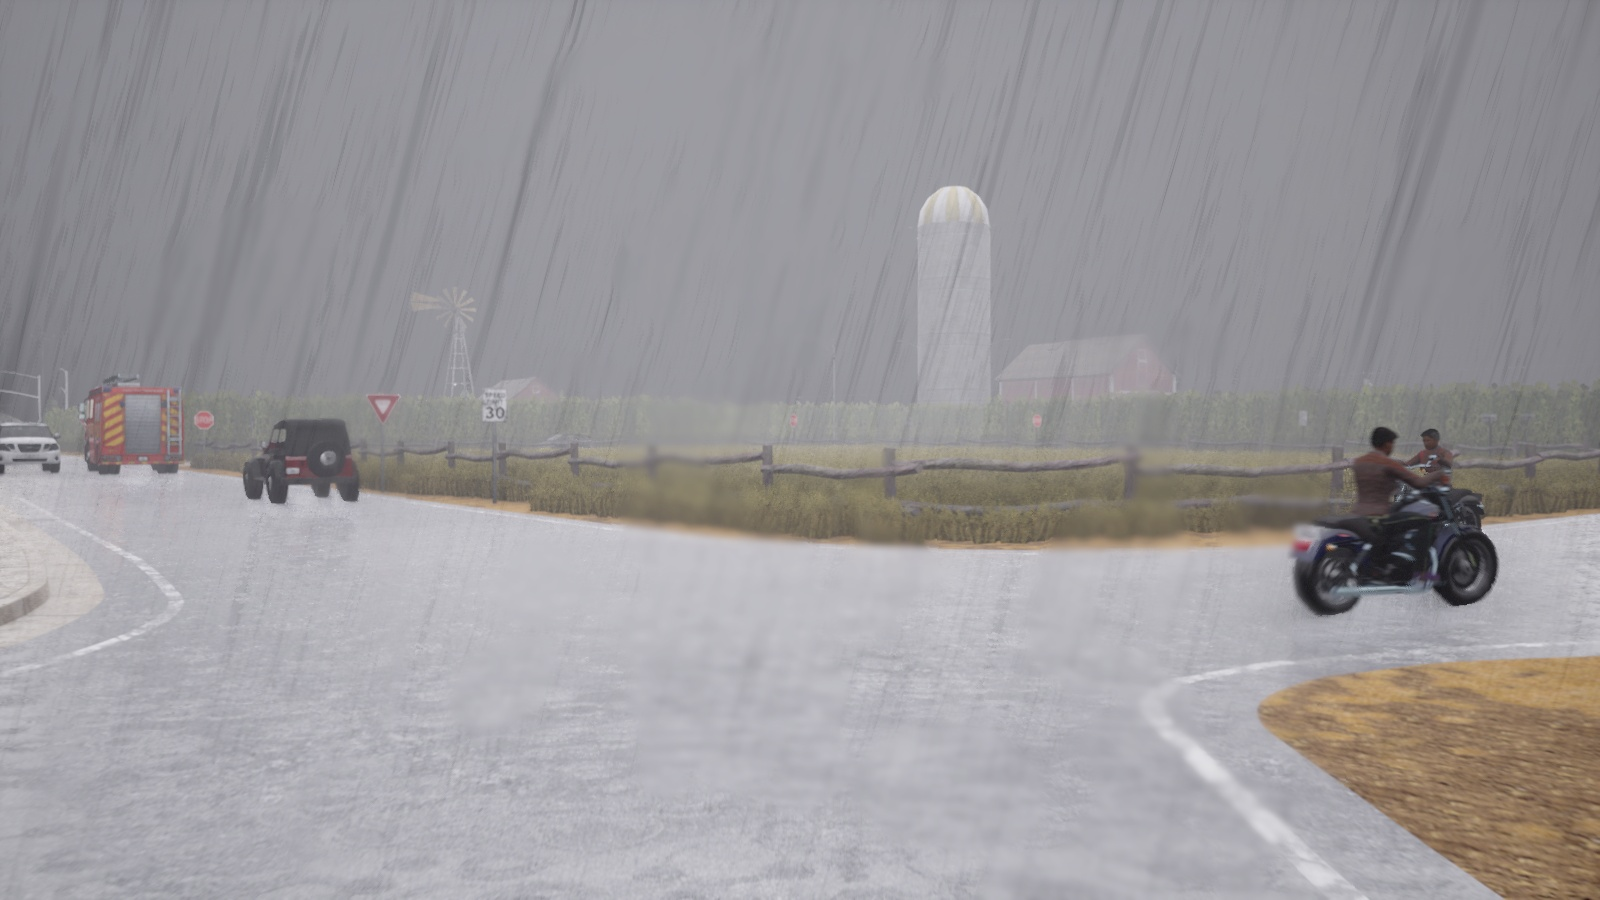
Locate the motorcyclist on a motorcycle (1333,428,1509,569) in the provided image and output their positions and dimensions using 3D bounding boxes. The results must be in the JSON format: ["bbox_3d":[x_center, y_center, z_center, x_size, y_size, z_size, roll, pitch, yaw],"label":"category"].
[{"bbox_3d":[7.724,0.549,15.595,2.350,1.649,0.766,-1,1,-30],"label":"motorcyclist on a motorcycle"}]

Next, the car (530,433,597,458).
[{"bbox_3d":[-14.865,-0.316,78.999,3.705,1.549,1.789,-1,1,-35],"label":"car"}]

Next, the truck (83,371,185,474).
[{"bbox_3d":[-27.236,-1.072,51.116,2.891,3.827,8.468,0,1,-33],"label":"truck"}]

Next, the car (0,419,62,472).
[{"bbox_3d":[-31.649,-0.193,51.205,2.150,2.045,5.566,-1,1,-36],"label":"car"}]

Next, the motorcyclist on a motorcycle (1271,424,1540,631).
[{"bbox_3d":[5.261,0.611,10.883,2.350,1.649,0.766,0,1,-25],"label":"motorcyclist on a motorcycle"}]

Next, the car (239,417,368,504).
[{"bbox_3d":[-11.585,0.196,29.157,1.905,1.878,3.866,-1,1,-36],"label":"car"}]
